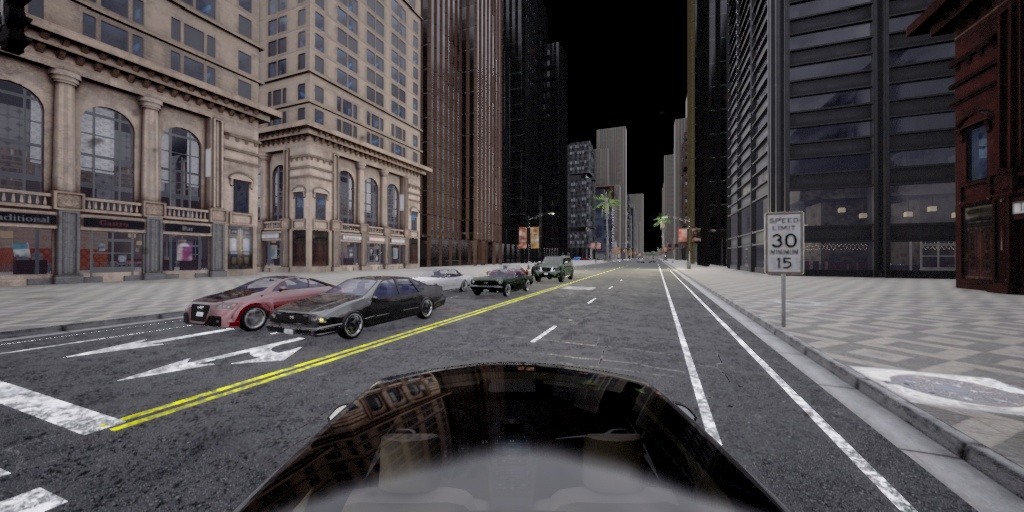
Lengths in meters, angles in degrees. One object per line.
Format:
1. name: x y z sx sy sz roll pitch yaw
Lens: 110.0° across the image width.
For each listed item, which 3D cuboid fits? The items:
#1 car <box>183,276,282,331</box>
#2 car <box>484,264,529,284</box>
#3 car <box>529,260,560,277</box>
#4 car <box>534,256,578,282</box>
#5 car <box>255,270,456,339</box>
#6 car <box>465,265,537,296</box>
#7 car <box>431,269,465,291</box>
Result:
1. car: -7.285 1.315 11.069 1.994 1.385 4.181 0 0 22
2. car: -0.304 1.363 28.442 1.895 1.301 4.718 0 0 22
3. car: 3.538 1.250 37.897 1.882 1.535 5.008 0 0 22
4. car: 3.555 0.986 29.318 2.150 2.045 5.566 0 0 22
5. car: -4.016 1.299 10.497 2.033 1.411 5.357 0 0 22
6. car: -0.439 1.357 19.394 1.895 1.301 4.718 0 0 22
7. car: -4.021 1.356 19.200 1.895 1.301 4.718 0 0 22
